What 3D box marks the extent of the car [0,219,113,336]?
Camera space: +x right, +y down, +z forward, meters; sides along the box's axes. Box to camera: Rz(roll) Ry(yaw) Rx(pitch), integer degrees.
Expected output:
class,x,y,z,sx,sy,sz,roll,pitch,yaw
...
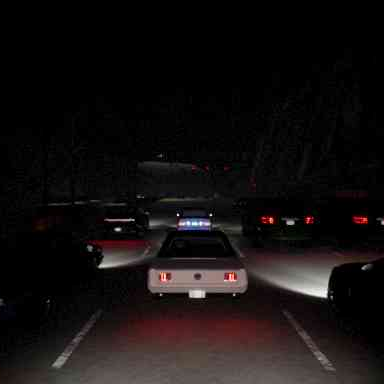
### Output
class,x,y,z,sx,sy,sz,roll,pitch,yaw
car,-3.391,1.547,6.953,2.033,1.411,5.357,0,0,0

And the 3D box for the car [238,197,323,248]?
class,x,y,z,sx,sy,sz,roll,pitch,yaw
car,3.616,1.221,14.869,2.150,2.045,5.566,0,0,0

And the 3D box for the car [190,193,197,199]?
class,x,y,z,sx,sy,sz,roll,pitch,yaw
car,0.394,1.242,93.579,1.994,1.385,4.181,0,1,1

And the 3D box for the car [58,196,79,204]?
class,x,y,z,sx,sy,sz,roll,pitch,yaw
car,-24.379,1.436,64.684,1.882,1.535,5.008,0,0,0

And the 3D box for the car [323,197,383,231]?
class,x,y,z,sx,sy,sz,roll,pitch,yaw
car,7.115,1.221,14.902,2.150,2.045,5.566,0,0,0

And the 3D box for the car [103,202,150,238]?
class,x,y,z,sx,sy,sz,roll,pitch,yaw
car,-3.372,1.491,17.529,2.128,1.511,4.902,0,0,0

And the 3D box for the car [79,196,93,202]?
class,x,y,z,sx,sy,sz,roll,pitch,yaw
car,-24.291,1.511,74.366,1.895,1.301,4.718,0,0,1

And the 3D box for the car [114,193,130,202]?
class,x,y,z,sx,sy,sz,roll,pitch,yaw
car,-13.880,1.463,64.614,1.837,1.490,4.892,0,0,0

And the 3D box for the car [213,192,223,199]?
class,x,y,z,sx,sy,sz,roll,pitch,yaw
car,7.390,0.917,93.163,2.150,2.045,5.566,0,1,1

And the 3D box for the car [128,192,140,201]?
class,x,y,z,sx,sy,sz,roll,pitch,yaw
car,-13.787,1.137,74.707,2.150,2.045,5.566,0,0,1

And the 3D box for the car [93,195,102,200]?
class,x,y,z,sx,sy,sz,roll,pitch,yaw
car,-24.194,1.370,84.438,1.994,1.385,4.181,0,1,1

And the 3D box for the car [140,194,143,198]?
class,x,y,z,sx,sy,sz,roll,pitch,yaw
car,-13.690,1.335,84.887,1.812,1.442,4.674,0,1,1

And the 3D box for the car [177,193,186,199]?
class,x,y,z,sx,sy,sz,roll,pitch,yaw
car,-3.110,1.170,93.230,1.882,1.535,5.008,0,1,1

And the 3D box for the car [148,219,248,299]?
class,x,y,z,sx,sy,sz,roll,pitch,yaw
car,0.111,1.601,8.384,1.895,1.301,4.718,0,0,0

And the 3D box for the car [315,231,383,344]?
class,x,y,z,sx,sy,sz,roll,pitch,yaw
car,3.605,1.564,4.815,1.994,1.385,4.181,0,0,0

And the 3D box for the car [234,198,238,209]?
class,x,y,z,sx,sy,sz,roll,pitch,yaw
car,6.806,1.547,45.353,2.033,1.411,5.357,0,0,13

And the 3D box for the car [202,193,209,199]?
class,x,y,z,sx,sy,sz,roll,pitch,yaw
car,3.890,1.217,93.169,2.128,1.511,4.902,0,1,1

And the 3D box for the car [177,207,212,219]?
class,x,y,z,sx,sy,sz,roll,pitch,yaw
car,0.128,1.547,18.219,2.033,1.411,5.357,0,0,0
